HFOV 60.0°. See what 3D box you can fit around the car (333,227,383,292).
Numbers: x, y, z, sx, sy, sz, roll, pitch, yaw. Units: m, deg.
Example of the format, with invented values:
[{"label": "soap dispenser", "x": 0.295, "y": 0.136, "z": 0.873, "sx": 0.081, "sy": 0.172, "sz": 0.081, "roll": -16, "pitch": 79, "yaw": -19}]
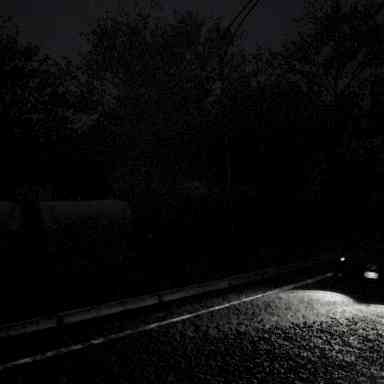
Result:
[{"label": "car", "x": 5.306, "y": 1.567, "z": 8.266, "sx": 4.181, "sy": 1.385, "sz": 1.994, "roll": 0, "pitch": 0, "yaw": -40}]
